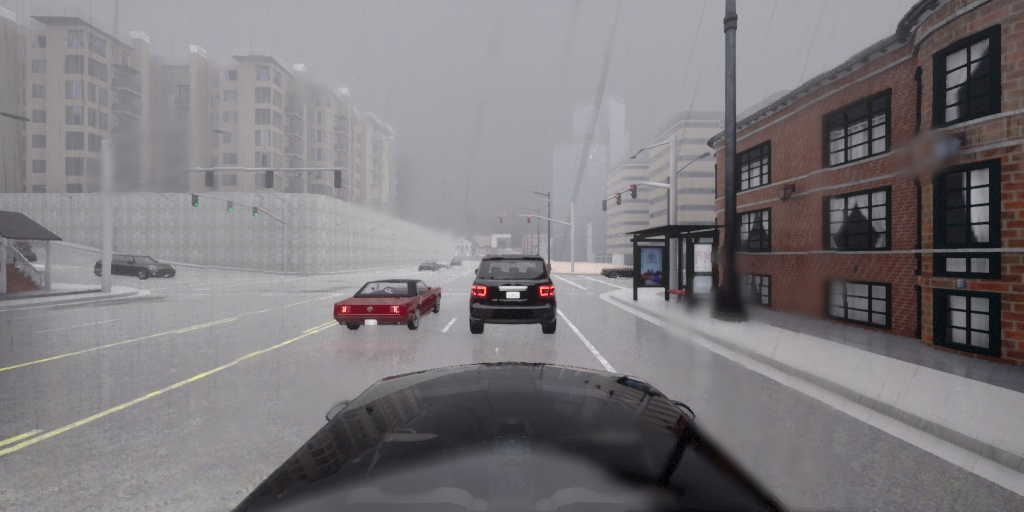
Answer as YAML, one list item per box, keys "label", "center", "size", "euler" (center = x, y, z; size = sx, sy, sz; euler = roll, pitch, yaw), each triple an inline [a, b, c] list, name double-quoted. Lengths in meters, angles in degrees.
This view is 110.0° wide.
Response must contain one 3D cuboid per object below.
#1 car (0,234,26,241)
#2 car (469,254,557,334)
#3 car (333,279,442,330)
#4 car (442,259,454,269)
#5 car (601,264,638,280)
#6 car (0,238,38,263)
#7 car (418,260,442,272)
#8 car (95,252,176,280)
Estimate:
- label: "car"
  center: [-43.809, -1.338, 30.463]
  size: [4.674, 1.442, 1.812]
  euler: [12, 0, 0]
- label: "car"
  center: [0.024, 0.971, 10.750]
  size: [2.150, 2.045, 5.566]
  euler: [0, 0, 0]
- label: "car"
  center: [-3.474, 1.351, 11.066]
  size: [1.895, 1.301, 4.718]
  euler: [0, 0, 0]
- label: "car"
  center: [-10.893, 1.276, 56.939]
  size: [1.812, 1.442, 4.674]
  euler: [0, 0, -1]
- label: "car"
  center: [10.136, 1.351, 30.945]
  size: [4.718, 1.301, 1.895]
  euler: [0, 0, -1]
- label: "car"
  center: [-38.447, -0.317, 26.803]
  size: [4.181, 1.385, 1.994]
  euler: [9, 0, -1]
- label: "car"
  center: [-10.848, 1.314, 46.960]
  size: [1.994, 1.385, 4.181]
  euler: [0, 0, 0]
- label: "car"
  center: [-28.081, 0.719, 26.904]
  size: [4.553, 1.767, 2.097]
  euler: [5, 0, 0]
